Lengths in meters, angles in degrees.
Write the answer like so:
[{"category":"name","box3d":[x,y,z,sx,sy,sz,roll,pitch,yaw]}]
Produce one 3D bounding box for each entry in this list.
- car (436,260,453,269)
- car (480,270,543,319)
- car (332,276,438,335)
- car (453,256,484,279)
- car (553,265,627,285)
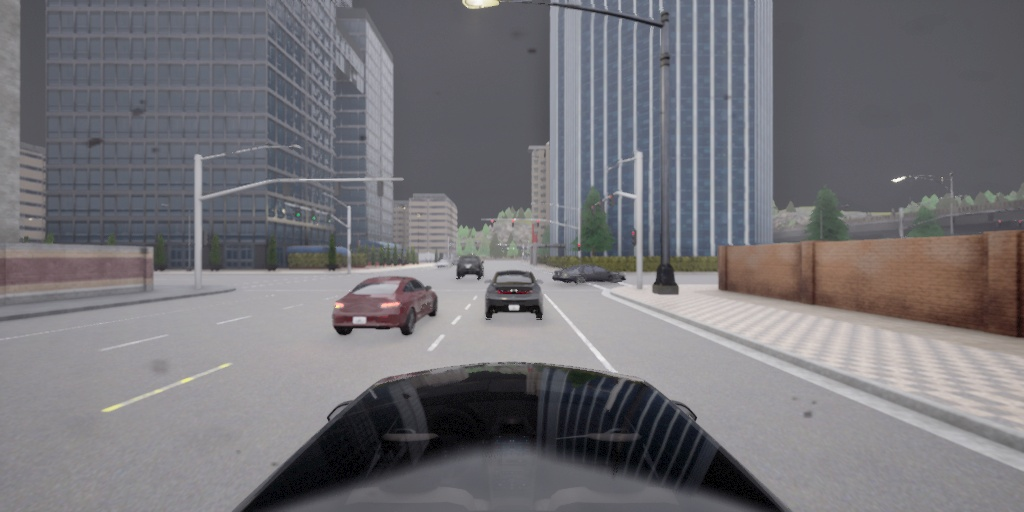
[{"category":"car","box3d":[-11.469,1.391,60.047,1.812,1.442,4.674,0,0,-1]},{"category":"car","box3d":[0.064,1.276,12.942,1.837,1.490,4.892,0,0,0]},{"category":"car","box3d":[-3.438,1.293,10.407,1.812,1.442,4.674,0,0,0]},{"category":"car","box3d":[-3.792,1.034,33.033,2.150,2.045,5.566,0,0,-1]},{"category":"car","box3d":[5.684,1.346,26.212,5.357,1.411,2.033,0,0,-20]}]
